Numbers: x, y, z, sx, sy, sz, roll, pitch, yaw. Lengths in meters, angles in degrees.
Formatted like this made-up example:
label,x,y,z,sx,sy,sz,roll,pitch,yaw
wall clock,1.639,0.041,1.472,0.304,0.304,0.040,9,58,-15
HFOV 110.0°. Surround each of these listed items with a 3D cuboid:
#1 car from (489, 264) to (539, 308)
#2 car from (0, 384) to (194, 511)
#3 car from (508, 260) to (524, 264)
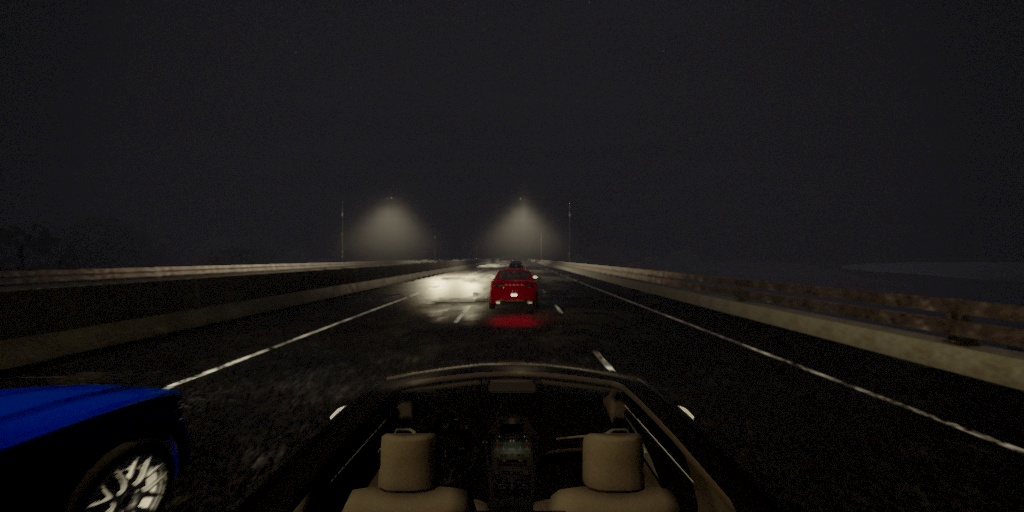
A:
label,x,y,z,sx,sy,sz,roll,pitch,yaw
car,0.091,1.271,15.493,1.882,1.535,5.008,0,0,0
car,-3.504,1.222,0.813,1.882,1.535,5.008,0,0,0
car,0.530,1.269,48.028,2.097,1.767,4.553,0,0,1
